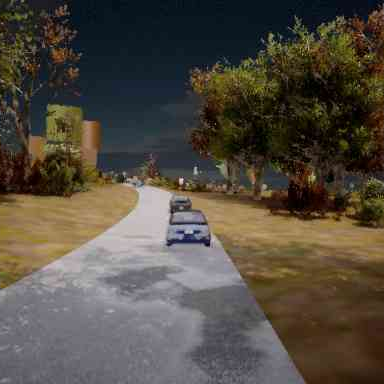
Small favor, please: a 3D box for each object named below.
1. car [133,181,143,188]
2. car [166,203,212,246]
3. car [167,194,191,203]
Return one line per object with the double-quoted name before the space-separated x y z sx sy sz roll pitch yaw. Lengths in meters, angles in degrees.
"car" -12.221 -1.805 75.470 1.837 1.490 4.892 1 3 -16
"car" -0.193 1.460 14.683 2.033 1.411 5.357 0 1 -2
"car" -1.096 0.970 29.718 1.837 1.490 4.892 0 2 -5
